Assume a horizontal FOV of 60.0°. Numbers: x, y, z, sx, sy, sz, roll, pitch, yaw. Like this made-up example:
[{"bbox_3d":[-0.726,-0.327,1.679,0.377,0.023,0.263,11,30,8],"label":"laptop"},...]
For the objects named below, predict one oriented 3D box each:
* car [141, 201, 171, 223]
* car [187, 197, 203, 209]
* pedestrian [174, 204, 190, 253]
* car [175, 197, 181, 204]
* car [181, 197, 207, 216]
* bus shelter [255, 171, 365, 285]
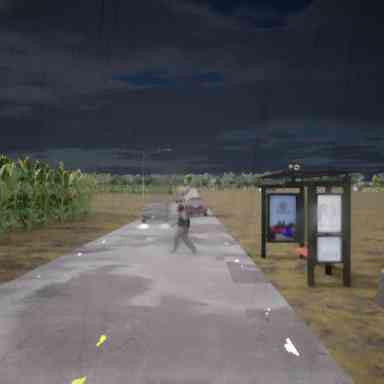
[{"bbox_3d":[-2.642,1.503,25.393,1.837,1.490,4.892,0,0,0],"label":"car"},{"bbox_3d":[0.467,1.504,47.249,2.128,1.511,4.902,0,0,1],"label":"car"},{"bbox_3d":[-0.352,1.287,11.715,0.375,1.860,0.375,0,0,0],"label":"pedestrian"},{"bbox_3d":[-2.241,1.579,65.742,1.994,1.385,4.181,0,0,1],"label":"car"},{"bbox_3d":[0.344,1.347,31.996,2.097,1.767,4.553,0,0,1],"label":"car"},{"bbox_3d":[3.207,0.869,9.924,1.920,2.740,3.880,0,0,0],"label":"bus shelter"}]
